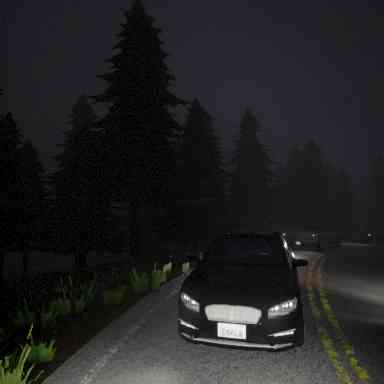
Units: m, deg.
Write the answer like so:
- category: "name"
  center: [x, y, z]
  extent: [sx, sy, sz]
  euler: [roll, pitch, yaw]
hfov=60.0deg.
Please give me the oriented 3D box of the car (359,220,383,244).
- category: "car"
  center: [15.839, 3.225, 26.456]
  extent: [5.566, 2.045, 2.150]
  euler: [8, -8, -28]

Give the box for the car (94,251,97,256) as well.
- category: "car"
  center: [-20.263, 13.650, 72.971]
  extent: [4.181, 1.381, 1.994]
  euler: [-2, -5, 31]

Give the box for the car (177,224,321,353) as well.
- category: "car"
  center: [1.133, 1.562, 6.602]
  extent: [2.128, 1.511, 4.902]
  euler: [-1, -2, 15]

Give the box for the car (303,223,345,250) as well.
- category: "car"
  center: [6.498, 2.308, 17.693]
  extent: [1.895, 1.301, 4.718]
  euler: [-3, -6, 39]
